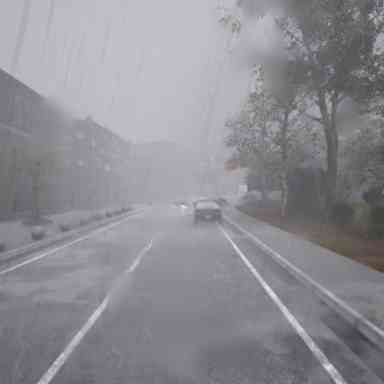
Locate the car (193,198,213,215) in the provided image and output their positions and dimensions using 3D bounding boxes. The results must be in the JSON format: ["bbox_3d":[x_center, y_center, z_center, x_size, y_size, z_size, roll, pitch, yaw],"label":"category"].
[{"bbox_3d":[1.093,1.440,33.900,1.837,1.490,4.892,0,0,1],"label":"car"}]

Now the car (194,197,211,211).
[{"bbox_3d":[1.327,1.399,39.746,1.882,1.535,5.008,0,0,4],"label":"car"}]

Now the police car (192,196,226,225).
[{"bbox_3d":[1.060,1.380,24.054,1.930,1.638,5.238,0,0,0],"label":"police car"}]

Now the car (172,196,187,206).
[{"bbox_3d":[-1.970,1.397,53.564,1.837,1.490,4.892,0,0,7],"label":"car"}]

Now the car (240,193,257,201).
[{"bbox_3d":[12.191,0.970,71.266,1.837,1.490,4.892,-1,1,40],"label":"car"}]
